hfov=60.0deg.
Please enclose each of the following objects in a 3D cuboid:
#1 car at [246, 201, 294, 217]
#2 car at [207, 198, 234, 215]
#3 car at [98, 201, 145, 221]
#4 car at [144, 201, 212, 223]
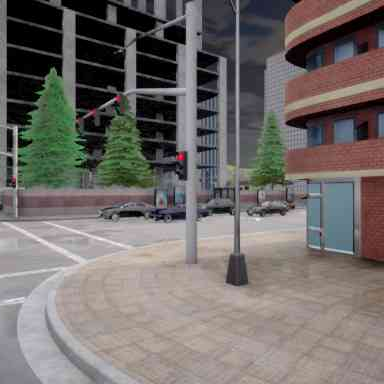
[{"bbox_3d":[7.360,1.581,32.243,4.674,1.442,1.812,0,0,-35],"label":"car"},{"bbox_3d":[2.202,1.407,32.889,4.553,1.767,2.097,0,0,-35],"label":"car"},{"bbox_3d":[-5.285,1.547,27.596,4.902,1.511,2.128,0,0,-35],"label":"car"},{"bbox_3d":[-1.023,1.656,26.323,4.718,1.301,1.895,0,0,-35],"label":"car"}]
